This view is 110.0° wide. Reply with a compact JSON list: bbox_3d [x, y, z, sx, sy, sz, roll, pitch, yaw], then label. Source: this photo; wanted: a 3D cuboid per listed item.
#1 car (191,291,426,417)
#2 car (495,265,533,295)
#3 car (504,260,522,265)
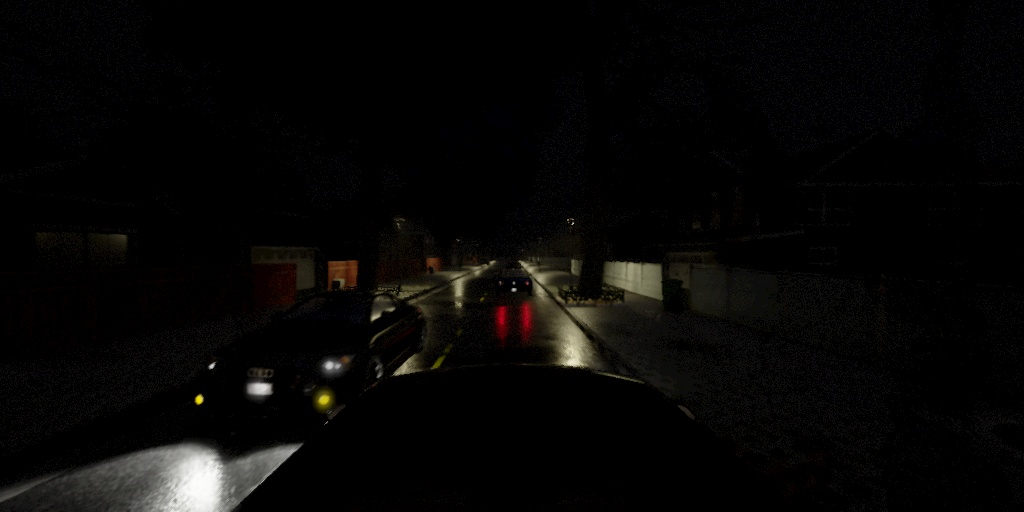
[{"bbox_3d":[-2.825,1.311,6.029,1.994,1.385,4.181,0,0,0],"label":"car"},{"bbox_3d":[0.095,1.337,19.421,1.895,1.301,4.718,0,0,0],"label":"car"},{"bbox_3d":[0.119,1.214,43.878,1.837,1.490,4.892,0,0,0],"label":"car"}]
